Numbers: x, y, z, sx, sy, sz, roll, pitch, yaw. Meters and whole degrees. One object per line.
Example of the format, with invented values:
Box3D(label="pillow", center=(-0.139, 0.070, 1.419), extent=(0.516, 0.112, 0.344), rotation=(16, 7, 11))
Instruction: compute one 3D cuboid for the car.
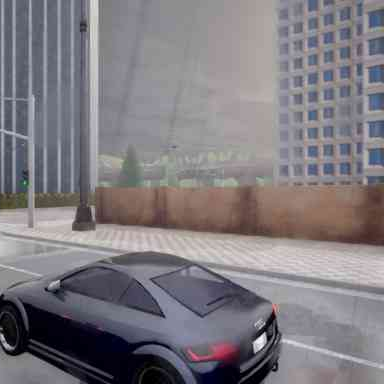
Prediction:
Box3D(label="car", center=(-0.930, 1.564, 4.665), extent=(4.181, 1.385, 1.994), rotation=(0, 0, 35))
